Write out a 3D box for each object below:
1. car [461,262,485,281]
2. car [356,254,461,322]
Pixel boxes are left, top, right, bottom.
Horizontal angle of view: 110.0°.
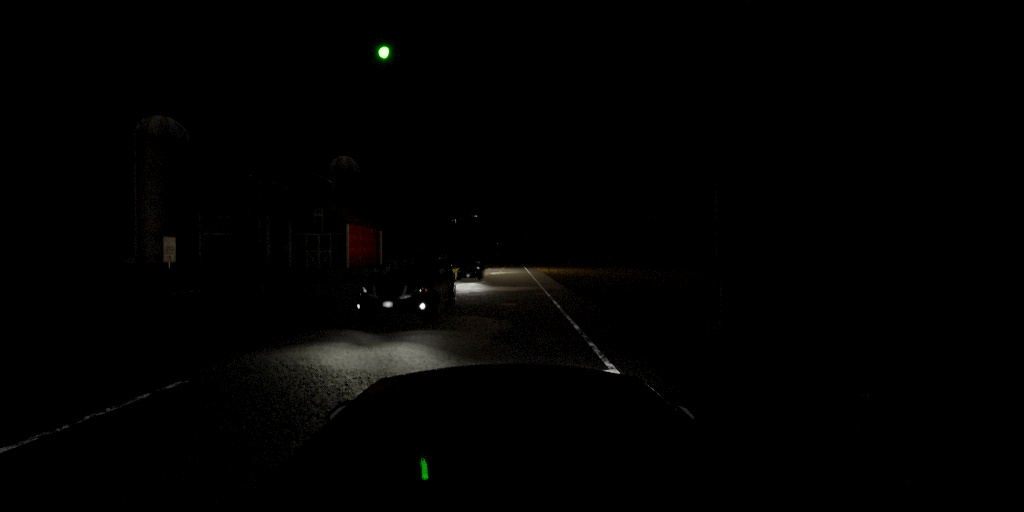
[{"bbox_3d":[-3.306,1.227,29.657,2.128,1.511,4.902,0,0,0],"label":"car"},{"bbox_3d":[-3.420,0.967,12.700,2.150,2.045,5.566,0,0,0],"label":"car"}]
